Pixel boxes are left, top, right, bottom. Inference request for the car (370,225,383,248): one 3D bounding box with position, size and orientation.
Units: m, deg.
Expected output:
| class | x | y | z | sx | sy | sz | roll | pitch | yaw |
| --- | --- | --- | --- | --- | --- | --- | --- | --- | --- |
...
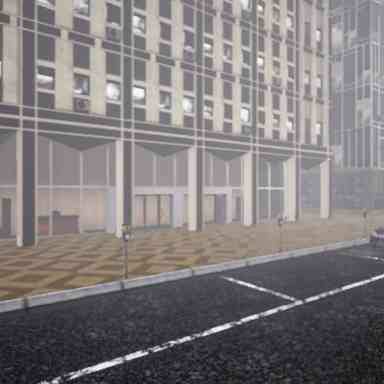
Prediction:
| class | x | y | z | sx | sy | sz | roll | pitch | yaw |
| --- | --- | --- | --- | --- | --- | --- | --- | --- | --- |
| car | 8.587 | 1.480 | 12.866 | 4.206 | 1.307 | 1.802 | -1 | 1 | -36 |
